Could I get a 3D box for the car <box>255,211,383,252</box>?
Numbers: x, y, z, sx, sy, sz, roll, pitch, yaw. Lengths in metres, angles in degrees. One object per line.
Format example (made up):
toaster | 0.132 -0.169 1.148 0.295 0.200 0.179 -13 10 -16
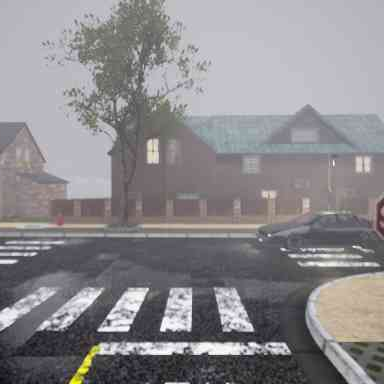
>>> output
car | 5.378 1.508 13.424 5.357 1.411 2.033 0 1 -5
